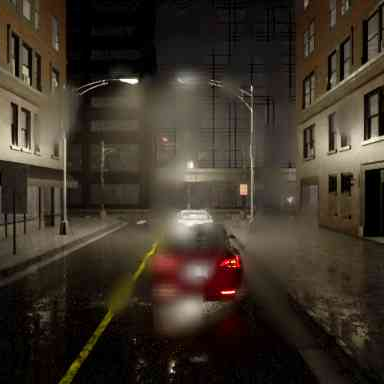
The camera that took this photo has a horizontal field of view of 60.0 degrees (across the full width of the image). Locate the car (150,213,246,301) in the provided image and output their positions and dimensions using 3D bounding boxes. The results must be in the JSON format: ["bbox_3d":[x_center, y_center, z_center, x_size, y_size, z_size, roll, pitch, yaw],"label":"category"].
[{"bbox_3d":[0.109,1.504,8.401,2.163,1.488,4.792,0,0,0],"label":"car"}]

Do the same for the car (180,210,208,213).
[{"bbox_3d":[0.100,1.602,17.417,1.895,1.301,4.718,0,0,0],"label":"car"}]
